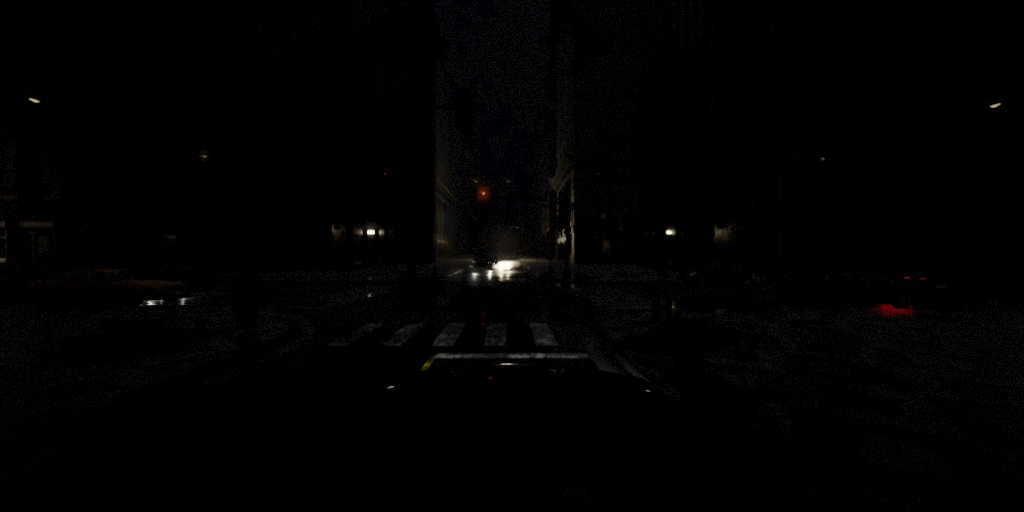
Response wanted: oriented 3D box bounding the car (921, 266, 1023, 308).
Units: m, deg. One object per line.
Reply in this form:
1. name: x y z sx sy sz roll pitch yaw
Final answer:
1. car: 17.977 1.185 13.319 4.313 1.339 1.948 0 0 0

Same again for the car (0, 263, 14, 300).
1. car: -20.082 1.050 13.113 4.507 1.381 1.888 0 0 0

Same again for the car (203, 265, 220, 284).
1. car: -20.199 1.081 21.637 4.403 1.370 2.007 0 0 0

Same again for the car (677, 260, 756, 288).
1. car: 12.291 1.064 21.813 4.097 1.591 1.967 0 0 0

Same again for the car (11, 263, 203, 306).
1. car: -14.612 1.042 13.143 4.829 1.417 1.751 0 0 0

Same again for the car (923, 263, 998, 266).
1. car: 19.898 1.153 16.094 4.892 1.490 1.837 0 0 0

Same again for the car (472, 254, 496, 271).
1. car: -3.167 0.650 39.607 2.097 1.767 4.553 0 1 0

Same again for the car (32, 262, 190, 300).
1. car: -17.559 1.065 15.891 4.892 1.490 1.837 1 0 0

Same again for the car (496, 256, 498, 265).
1. car: -3.183 0.581 55.963 1.882 1.535 5.008 0 0 0

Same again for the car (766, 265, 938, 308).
1. car: 12.307 1.149 13.288 4.403 1.370 2.007 0 0 0
